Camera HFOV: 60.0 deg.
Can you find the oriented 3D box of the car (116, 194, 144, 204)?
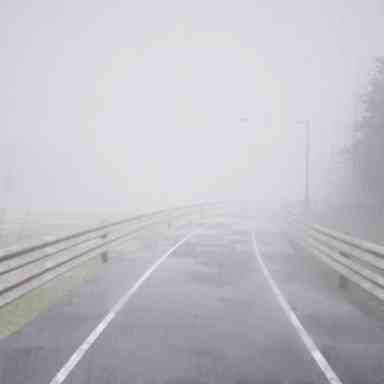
[{"bbox_3d":[-11.611,1.616,64.333,4.892,1.490,1.837,1,-1,-38],"label":"car"}]

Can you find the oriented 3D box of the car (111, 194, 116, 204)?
[{"bbox_3d":[-13.788,1.389,67.073,5.566,2.045,2.150,1,-1,-38],"label":"car"}]

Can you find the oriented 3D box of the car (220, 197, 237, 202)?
[{"bbox_3d":[10.011,2.056,90.474,4.674,1.442,1.812,1,-1,-38],"label":"car"}]

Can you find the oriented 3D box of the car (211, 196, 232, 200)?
[{"bbox_3d":[6.519,1.752,78.754,4.553,1.767,2.097,1,-1,-38],"label":"car"}]

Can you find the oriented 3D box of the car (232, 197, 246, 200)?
[{"bbox_3d":[12.189,2.062,87.735,5.357,1.411,2.033,1,-1,-38],"label":"car"}]
